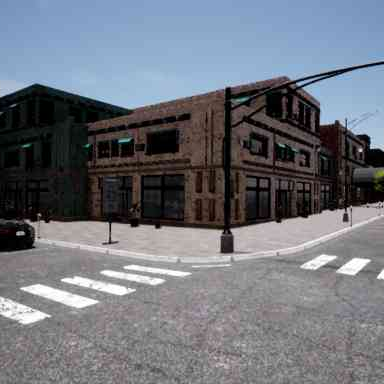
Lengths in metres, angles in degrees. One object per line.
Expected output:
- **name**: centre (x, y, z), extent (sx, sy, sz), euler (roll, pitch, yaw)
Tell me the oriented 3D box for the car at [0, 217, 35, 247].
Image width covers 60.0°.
- **car**: centre (-8.853, 1.800, 15.259), extent (4.313, 1.339, 1.947), euler (-1, -1, 38)
